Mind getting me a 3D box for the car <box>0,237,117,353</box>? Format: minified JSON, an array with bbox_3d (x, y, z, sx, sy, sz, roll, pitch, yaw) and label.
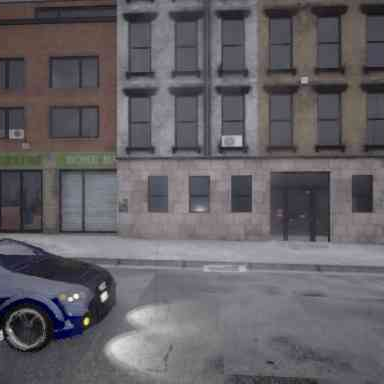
[{"bbox_3d":[-3.426,1.492,5.562,4.181,1.385,1.994,1,0,3],"label":"car"}]
